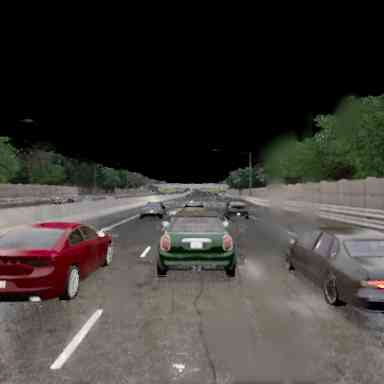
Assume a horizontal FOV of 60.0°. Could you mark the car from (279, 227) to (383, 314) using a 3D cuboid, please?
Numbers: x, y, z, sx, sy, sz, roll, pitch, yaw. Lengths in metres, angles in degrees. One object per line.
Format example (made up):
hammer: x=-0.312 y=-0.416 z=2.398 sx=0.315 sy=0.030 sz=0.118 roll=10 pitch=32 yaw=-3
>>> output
car: x=3.610 y=1.546 z=7.892 sx=2.033 sy=1.411 sz=5.357 roll=0 pitch=0 yaw=0

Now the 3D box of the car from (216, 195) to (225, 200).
car: x=7.905 y=1.456 z=92.449 sx=1.994 sy=1.385 sz=4.181 roll=0 pitch=0 yaw=1

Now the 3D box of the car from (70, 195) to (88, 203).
car: x=-23.366 y=1.488 z=68.850 sx=2.128 sy=1.511 sz=4.902 roll=0 pitch=0 yaw=-2

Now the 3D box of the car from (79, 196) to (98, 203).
car: x=-17.211 y=1.481 z=56.038 sx=2.128 sy=1.511 sz=4.902 roll=0 pitch=0 yaw=1

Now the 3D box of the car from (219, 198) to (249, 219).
car: x=3.697 y=1.498 z=28.669 sx=1.837 sy=1.490 sz=4.892 roll=0 pitch=0 yaw=0

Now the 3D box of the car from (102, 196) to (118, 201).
car: x=-13.713 y=1.467 z=55.986 sx=1.882 sy=1.535 sz=5.008 roll=0 pitch=0 yaw=1

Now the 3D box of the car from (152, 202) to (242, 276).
car: x=0.119 y=1.350 z=10.485 sx=2.097 sy=1.767 sz=4.553 roll=0 pitch=0 yaw=0

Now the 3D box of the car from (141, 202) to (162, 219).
car: x=-3.299 y=1.556 z=29.271 sx=1.994 sy=1.385 sz=4.181 roll=0 pitch=0 yaw=0

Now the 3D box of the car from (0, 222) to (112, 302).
car: x=-3.387 y=1.475 z=8.331 sx=1.882 sy=1.535 sz=5.008 roll=0 pitch=0 yaw=0

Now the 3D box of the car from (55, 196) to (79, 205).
car: x=-20.731 y=1.551 z=54.400 sx=1.994 sy=1.385 sz=4.181 roll=0 pitch=0 yaw=1

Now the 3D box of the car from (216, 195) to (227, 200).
car: x=7.621 y=1.391 z=81.756 sx=2.128 sy=1.511 sz=4.902 roll=0 pitch=0 yaw=2
